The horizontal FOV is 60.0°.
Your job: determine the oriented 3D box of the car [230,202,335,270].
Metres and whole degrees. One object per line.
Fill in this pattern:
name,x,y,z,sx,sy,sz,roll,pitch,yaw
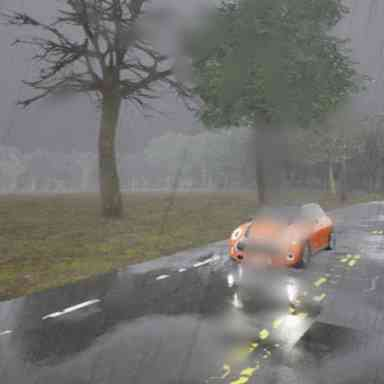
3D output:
car,3.008,1.155,10.581,2.097,1.767,4.553,0,1,35
